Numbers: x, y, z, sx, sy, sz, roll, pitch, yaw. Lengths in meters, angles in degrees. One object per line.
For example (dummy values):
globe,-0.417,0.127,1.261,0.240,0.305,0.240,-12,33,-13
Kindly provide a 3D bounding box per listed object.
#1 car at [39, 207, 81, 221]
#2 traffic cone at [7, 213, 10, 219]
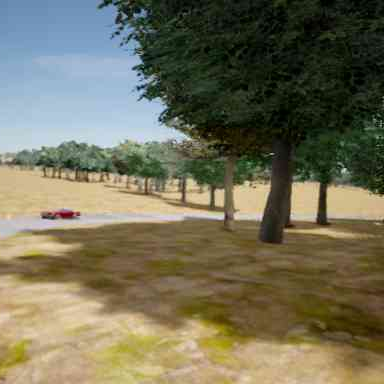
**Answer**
car,-14.250,2.315,36.215,1.895,1.301,4.718,5,-1,17
traffic cone,-17.657,2.306,32.110,0.340,0.580,0.340,5,-1,9
